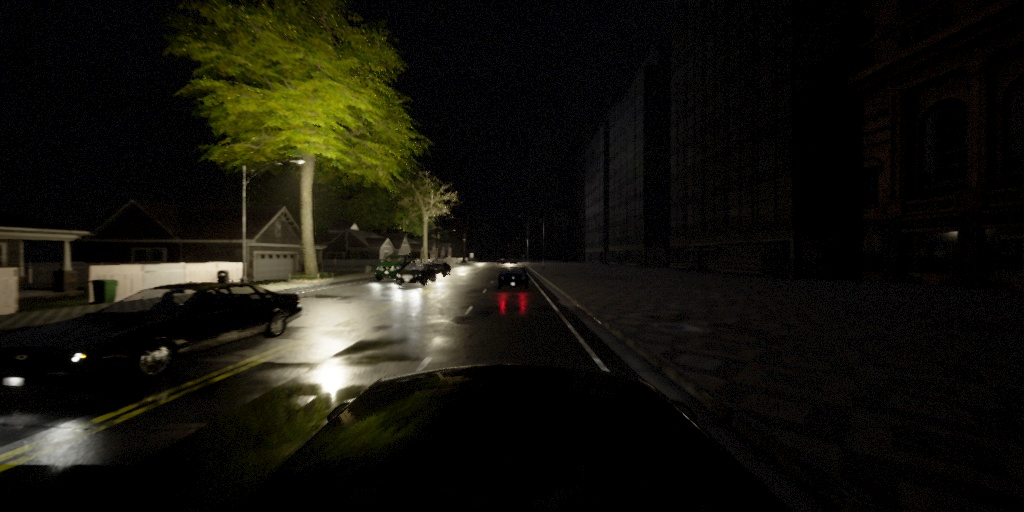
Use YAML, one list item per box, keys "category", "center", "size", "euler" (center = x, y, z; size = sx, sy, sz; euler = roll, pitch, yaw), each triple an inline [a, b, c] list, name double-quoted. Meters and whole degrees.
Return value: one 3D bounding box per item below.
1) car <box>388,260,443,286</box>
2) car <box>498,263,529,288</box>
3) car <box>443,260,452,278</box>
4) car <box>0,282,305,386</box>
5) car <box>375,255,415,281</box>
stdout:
- category: "car"
  center: [-6.478, 1.224, 24.705]
  size: [2.128, 1.511, 4.902]
  euler: [0, 0, 1]
- category: "car"
  center: [0.080, 1.354, 23.637]
  size: [1.895, 1.301, 4.718]
  euler: [0, 0, 0]
- category: "car"
  center: [-6.390, 1.003, 30.537]
  size: [1.994, 1.385, 4.181]
  euler: [0, 0, 0]
- category: "car"
  center: [-6.584, 1.276, 7.408]
  size: [2.033, 1.411, 5.357]
  euler: [0, 0, 0]
- category: "car"
  center: [-9.641, 0.928, 30.383]
  size: [2.150, 2.045, 5.566]
  euler: [0, 0, 0]
